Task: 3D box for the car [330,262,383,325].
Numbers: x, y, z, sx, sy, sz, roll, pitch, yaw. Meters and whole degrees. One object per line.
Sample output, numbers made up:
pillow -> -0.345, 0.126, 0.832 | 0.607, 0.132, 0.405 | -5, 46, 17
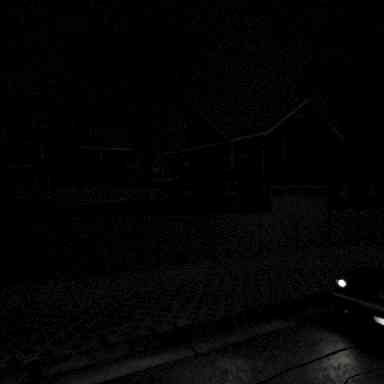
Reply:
car -> 4.690, 1.601, 6.067 | 4.718, 1.301, 1.895 | 0, 0, -32
